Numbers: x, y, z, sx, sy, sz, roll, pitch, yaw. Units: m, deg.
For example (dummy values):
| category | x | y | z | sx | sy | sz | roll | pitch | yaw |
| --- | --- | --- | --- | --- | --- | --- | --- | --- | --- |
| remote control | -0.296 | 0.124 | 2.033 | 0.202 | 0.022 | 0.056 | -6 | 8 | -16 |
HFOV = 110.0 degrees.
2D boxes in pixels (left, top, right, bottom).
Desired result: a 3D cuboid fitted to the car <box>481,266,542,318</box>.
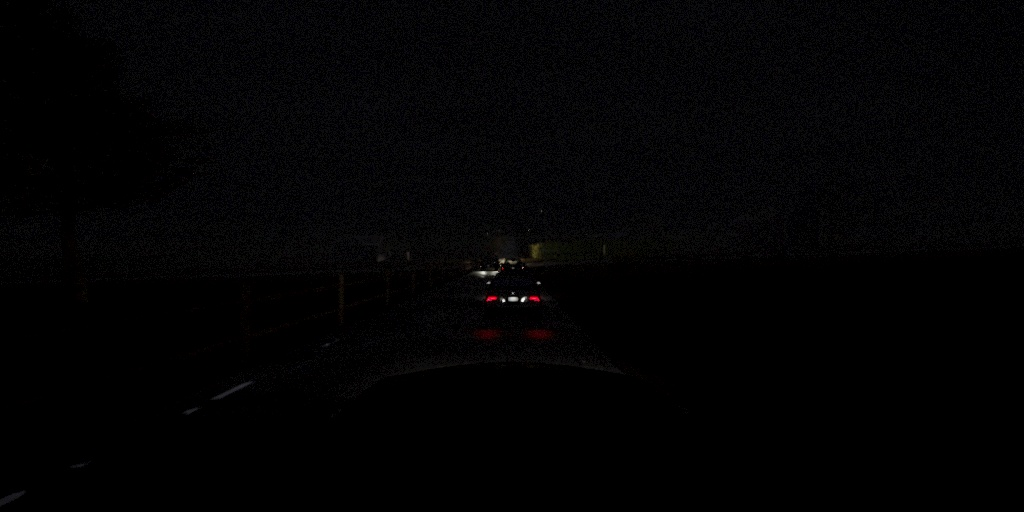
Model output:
| category | x | y | z | sx | sy | sz | roll | pitch | yaw |
| --- | --- | --- | --- | --- | --- | --- | --- | --- | --- |
| car | 0.057 | 1.260 | 12.709 | 2.033 | 1.411 | 5.357 | 0 | 0 | 1 |

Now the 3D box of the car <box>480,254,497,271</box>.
| category | x | y | z | sx | sy | sz | roll | pitch | yaw |
| --- | --- | --- | --- | --- | --- | --- | --- | --- | --- |
| car | -2.765 | 0.789 | 45.001 | 2.150 | 2.045 | 5.566 | 0 | 0 | 1 |

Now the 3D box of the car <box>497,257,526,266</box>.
| category | x | y | z | sx | sy | sz | roll | pitch | yaw |
| --- | --- | --- | --- | --- | --- | --- | --- | --- | --- |
| car | 0.096 | 0.987 | 30.855 | 2.097 | 1.767 | 4.553 | 0 | 0 | 0 |
